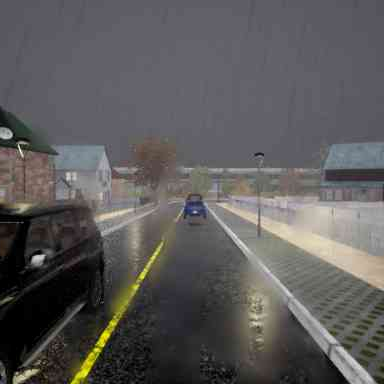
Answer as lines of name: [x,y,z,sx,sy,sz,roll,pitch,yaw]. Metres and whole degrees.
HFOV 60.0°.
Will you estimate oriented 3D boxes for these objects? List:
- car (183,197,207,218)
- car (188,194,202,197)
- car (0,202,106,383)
car: [0.267,1.468,29.476,1.882,1.535,5.008,0,0,0]
car: [0.346,1.220,43.039,2.150,2.045,5.566,0,0,0]
car: [-2.825,1.218,4.643,2.150,2.045,5.566,0,0,0]
